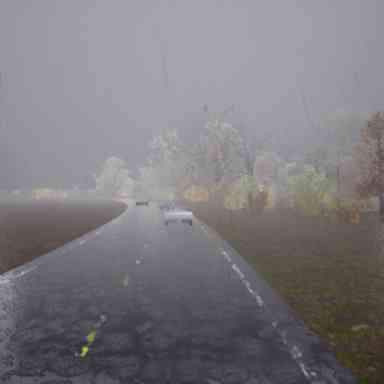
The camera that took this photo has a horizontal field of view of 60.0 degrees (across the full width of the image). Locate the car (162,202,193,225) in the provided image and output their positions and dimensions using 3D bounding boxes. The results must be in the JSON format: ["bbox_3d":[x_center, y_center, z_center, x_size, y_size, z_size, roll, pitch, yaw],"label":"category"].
[{"bbox_3d":[-1.041,1.618,23.929,1.895,1.301,4.718,0,0,-5],"label":"car"}]

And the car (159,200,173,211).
[{"bbox_3d":[-3.169,1.629,41.828,1.895,1.301,4.718,0,0,-9],"label":"car"}]

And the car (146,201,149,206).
[{"bbox_3d":[-6.224,1.276,41.616,1.895,1.301,4.718,0,0,-9],"label":"car"}]
